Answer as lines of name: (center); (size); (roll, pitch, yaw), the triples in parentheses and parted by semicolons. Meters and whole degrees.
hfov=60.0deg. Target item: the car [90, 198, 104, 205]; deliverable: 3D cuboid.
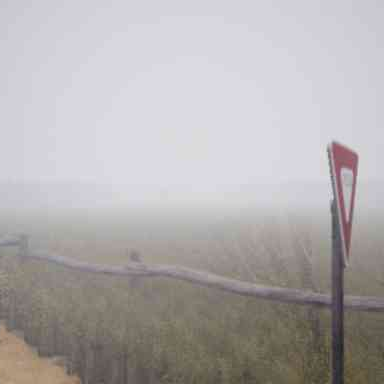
car: (-13.534, 1.649, 50.794); (1.837, 1.490, 4.892); (0, 0, 36)

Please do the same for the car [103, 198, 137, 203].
car: (-10.399, 1.717, 49.801); (1.895, 1.301, 4.718); (0, 0, 36)
